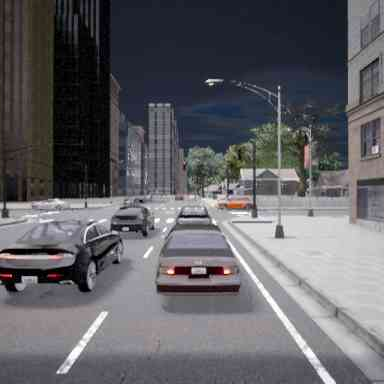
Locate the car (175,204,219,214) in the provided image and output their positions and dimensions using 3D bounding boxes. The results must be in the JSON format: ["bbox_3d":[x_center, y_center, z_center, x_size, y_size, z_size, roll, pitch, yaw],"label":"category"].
[{"bbox_3d":[0.107,1.489,17.872,2.128,1.511,4.902,0,0,0],"label":"car"}]

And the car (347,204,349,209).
[{"bbox_3d":[21.618,1.553,40.708,4.892,1.490,1.837,1,-1,0],"label":"car"}]

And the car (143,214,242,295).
[{"bbox_3d":[0.095,1.544,8.819,2.033,1.411,5.357,0,0,-1],"label":"car"}]

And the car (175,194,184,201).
[{"bbox_3d":[-3.207,1.334,83.957,2.097,1.767,4.553,0,0,0],"label":"car"}]

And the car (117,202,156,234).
[{"bbox_3d":[-3.141,1.502,18.150,1.837,1.490,4.892,0,0,0],"label":"car"}]

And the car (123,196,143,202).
[{"bbox_3d":[-9.799,1.481,53.833,2.128,1.511,4.902,0,0,1],"label":"car"}]

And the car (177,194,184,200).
[{"bbox_3d":[-3.202,1.302,93.992,1.882,1.535,5.008,0,0,0],"label":"car"}]

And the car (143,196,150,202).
[{"bbox_3d":[-9.761,1.589,63.152,1.895,1.301,4.718,0,0,1],"label":"car"}]

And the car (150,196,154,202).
[{"bbox_3d":[-9.713,1.510,73.264,1.812,1.442,4.674,0,0,0],"label":"car"}]

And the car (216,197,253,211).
[{"bbox_3d":[5.105,1.395,40.836,4.553,1.767,2.097,0,-1,1],"label":"car"}]

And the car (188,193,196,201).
[{"bbox_3d":[0.043,1.503,83.985,1.812,1.442,4.674,0,0,0],"label":"car"}]

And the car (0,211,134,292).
[{"bbox_3d":[-3.147,1.491,8.890,2.128,1.511,4.902,0,0,0],"label":"car"}]

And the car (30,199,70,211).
[{"bbox_3d":[-17.418,1.575,40.825,4.674,1.442,1.812,0,-1,-1],"label":"car"}]
